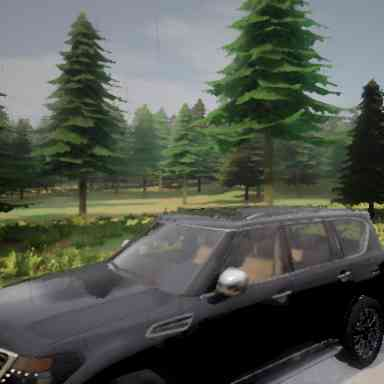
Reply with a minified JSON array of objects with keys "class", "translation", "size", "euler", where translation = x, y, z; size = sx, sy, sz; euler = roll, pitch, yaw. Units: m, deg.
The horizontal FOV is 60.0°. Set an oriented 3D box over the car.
[{"class":"car","translation":[0.395,1.232,4.237],"size":[5.566,2.045,2.150],"euler":[0,0,-35]}]
